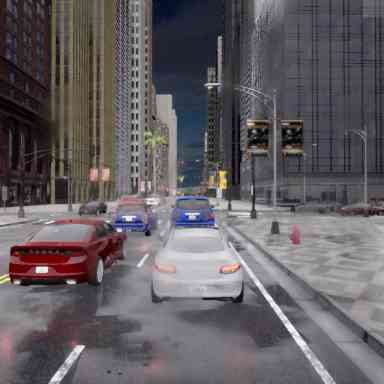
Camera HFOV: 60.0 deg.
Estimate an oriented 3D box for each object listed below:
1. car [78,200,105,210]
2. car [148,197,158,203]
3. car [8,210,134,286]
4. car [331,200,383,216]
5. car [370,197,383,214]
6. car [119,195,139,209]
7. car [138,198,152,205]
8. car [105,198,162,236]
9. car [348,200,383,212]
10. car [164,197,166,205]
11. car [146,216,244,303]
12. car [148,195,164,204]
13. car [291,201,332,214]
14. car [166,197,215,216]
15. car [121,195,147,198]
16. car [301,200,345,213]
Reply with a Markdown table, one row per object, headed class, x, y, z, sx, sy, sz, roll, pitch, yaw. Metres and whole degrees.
| class | x | y | z | sx | sy | sz | roll | pitch | yaw |
| --- | --- | --- | --- | --- | --- | --- | --- | --- | --- |
| car | -9.820 | 1.591 | 33.275 | 1.882 | 1.535 | 5.008 | 0 | 0 | 0 |
| car | -9.665 | 1.991 | 82.252 | 1.812 | 1.442 | 4.674 | 0 | 0 | 0 |
| car | -3.142 | 1.489 | 9.462 | 1.882 | 1.535 | 5.008 | 0 | 0 | 0 |
| car | 15.345 | 1.577 | 30.176 | 4.206 | 1.307 | 1.802 | 0 | 0 | -1 |
| car | 22.171 | 1.393 | 36.047 | 4.553 | 1.767 | 2.097 | 0 | -1 | -1 |
| car | -9.784 | 1.462 | 52.083 | 2.150 | 2.045 | 5.566 | 0 | -1 | 0 |
| car | -9.680 | 1.912 | 68.822 | 2.033 | 1.411 | 5.357 | 0 | 0 | 0 |
| car | -3.131 | 1.392 | 18.688 | 2.097 | 1.767 | 4.553 | 0 | 0 | 0 |
| car | 20.864 | 1.644 | 38.782 | 4.313 | 1.339 | 1.947 | 0 | 0 | -1 |
| car | -6.429 | 1.876 | 70.265 | 1.837 | 1.490 | 4.892 | 0 | 0 | 0 |
| car | 0.107 | 1.534 | 8.089 | 1.812 | 1.442 | 4.674 | 0 | 0 | 0 |
| car | -6.525 | 1.491 | 56.626 | 2.150 | 2.045 | 5.566 | 0 | 0 | 1 |
| car | 12.839 | 1.637 | 35.914 | 4.181 | 1.385 | 1.994 | 0 | -1 | -1 |
| car | 0.044 | 1.258 | 17.791 | 2.150 | 2.045 | 5.566 | 0 | 0 | 1 |
| car | -6.566 | 1.346 | 35.246 | 2.150 | 2.045 | 5.566 | 0 | -1 | 0 |
| car | 15.224 | 1.663 | 38.700 | 4.313 | 1.339 | 1.947 | 0 | 0 | -1 |
